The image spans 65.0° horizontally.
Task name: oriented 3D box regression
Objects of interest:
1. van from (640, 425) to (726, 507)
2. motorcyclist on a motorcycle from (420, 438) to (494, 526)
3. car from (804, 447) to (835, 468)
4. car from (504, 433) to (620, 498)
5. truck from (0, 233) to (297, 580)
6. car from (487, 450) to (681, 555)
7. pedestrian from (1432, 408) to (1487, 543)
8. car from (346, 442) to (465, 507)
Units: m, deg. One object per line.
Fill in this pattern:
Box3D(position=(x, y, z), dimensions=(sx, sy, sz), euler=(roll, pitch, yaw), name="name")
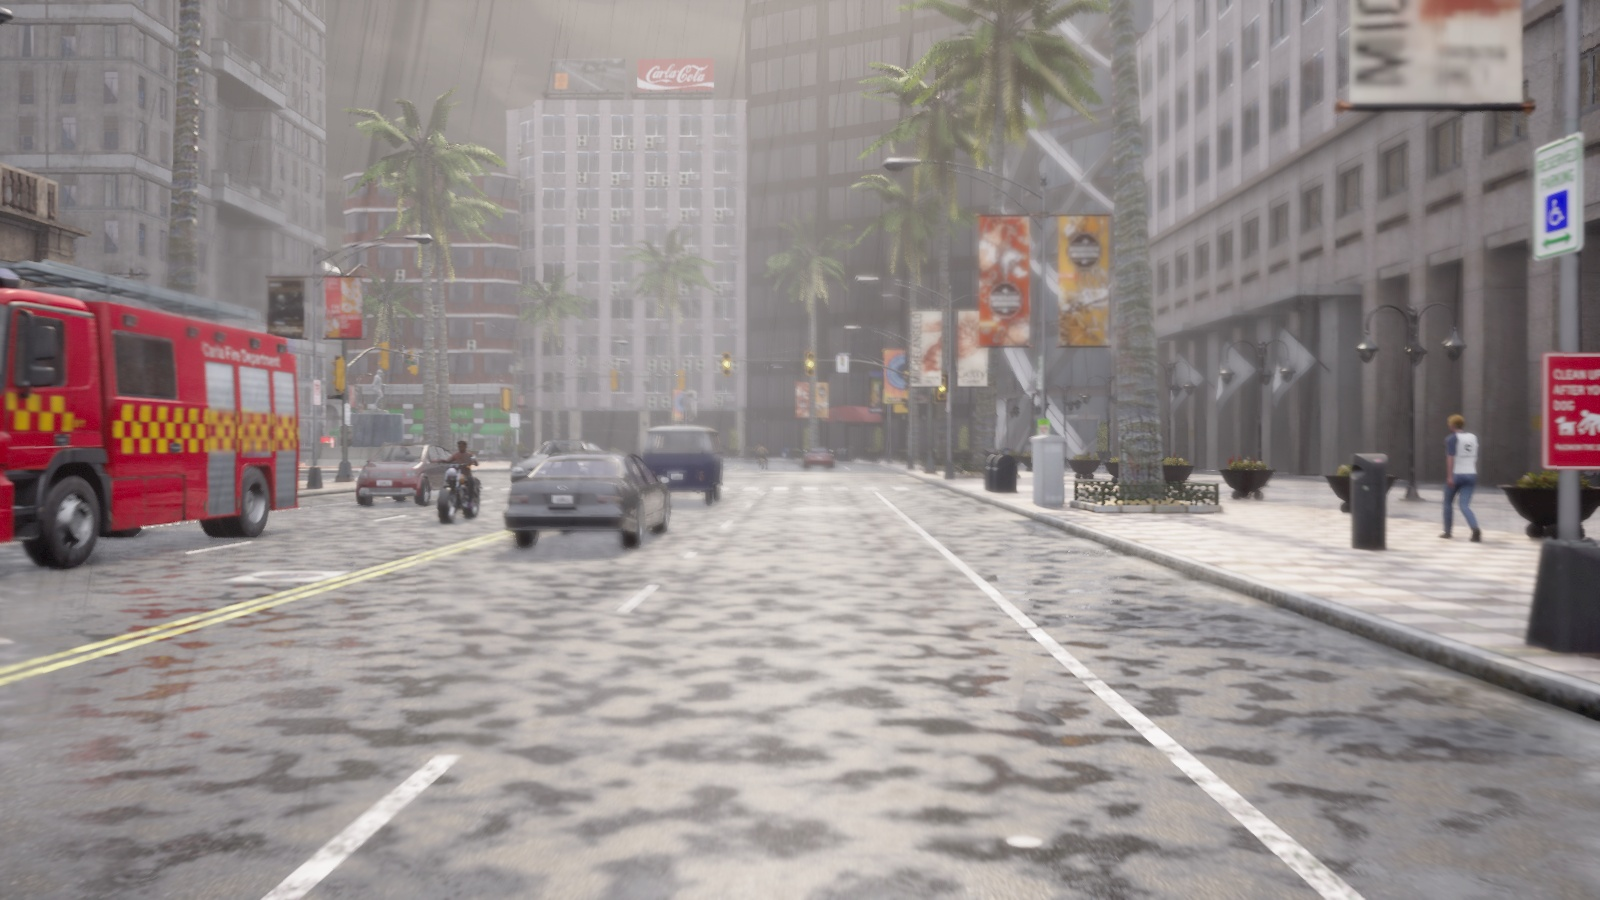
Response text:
Box3D(position=(-2.972, 0.367, 32.724), dimensions=(1.775, 1.987, 4.442), euler=(0, 0, 1), name="van")
Box3D(position=(-6.694, 0.593, 24.642), dimensions=(0.766, 1.649, 2.350), euler=(0, 0, 1), name="motorcyclist on a motorcycle")
Box3D(position=(1.258, 0.482, 82.562), dimensions=(1.994, 1.385, 4.181), euler=(0, 0, 0), name="car")
Box3D(position=(-6.450, 0.382, 34.617), dimensions=(2.152, 1.651, 5.027), euler=(0, 0, 1), name="car")
Box3D(position=(-10.242, -0.497, 17.606), dimensions=(2.891, 3.827, 8.468), euler=(0, 0, 1), name="truck")
Box3D(position=(-3.192, 0.713, 19.761), dimensions=(2.033, 1.411, 5.357), euler=(0, 0, 1), name="car")
Box3D(position=(9.165, 0.341, 17.462), dimensions=(0.354, 1.836, 0.706), euler=(0, 0, -4), name="pedestrian")
Box3D(position=(-9.979, 0.589, 32.037), dimensions=(1.789, 1.549, 3.705), euler=(0, 0, 1), name="car")
